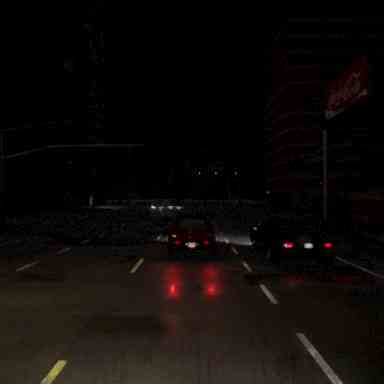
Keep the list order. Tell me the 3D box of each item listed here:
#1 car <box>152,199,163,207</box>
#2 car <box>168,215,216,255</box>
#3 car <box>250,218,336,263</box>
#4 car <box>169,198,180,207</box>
[{"bbox_3d":[-7.041,2.251,68.674,1.837,1.490,4.892,0,0,0],"label":"car"},{"bbox_3d":[0.012,1.684,13.872,1.812,1.442,4.674,0,0,0],"label":"car"},{"bbox_3d":[3.500,1.691,12.485,2.033,1.411,5.357,0,-1,0],"label":"car"},{"bbox_3d":[-3.541,2.109,68.708,2.097,1.767,4.553,0,-1,0],"label":"car"}]
